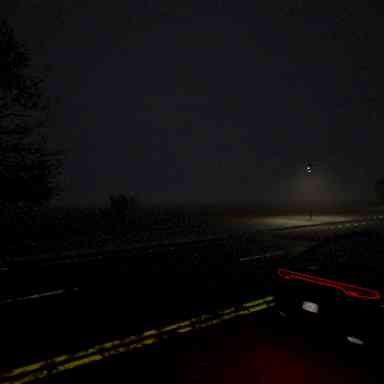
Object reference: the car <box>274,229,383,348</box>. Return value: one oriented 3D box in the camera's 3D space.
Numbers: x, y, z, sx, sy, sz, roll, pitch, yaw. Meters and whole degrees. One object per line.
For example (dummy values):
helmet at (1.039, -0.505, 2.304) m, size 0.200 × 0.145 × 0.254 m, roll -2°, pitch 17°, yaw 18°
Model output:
car at (3.651, 1.423, 6.096) m, size 5.008 × 1.535 × 1.882 m, roll -1°, pitch 0°, yaw -36°
